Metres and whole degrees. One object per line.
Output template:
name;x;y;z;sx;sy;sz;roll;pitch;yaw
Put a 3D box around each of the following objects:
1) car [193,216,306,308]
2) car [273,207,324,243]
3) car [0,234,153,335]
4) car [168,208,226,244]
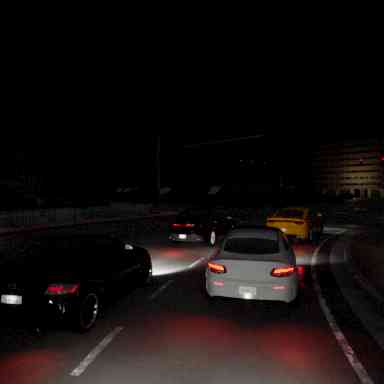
car;1.514;1.526;7.937;1.812;1.442;4.674;0;0;14
car;5.190;1.478;16.451;1.882;1.535;5.008;0;0;30
car;-2.277;1.564;6.905;1.994;1.385;4.181;0;0;11
car;0.591;1.505;15.344;1.837;1.490;4.892;0;0;23
